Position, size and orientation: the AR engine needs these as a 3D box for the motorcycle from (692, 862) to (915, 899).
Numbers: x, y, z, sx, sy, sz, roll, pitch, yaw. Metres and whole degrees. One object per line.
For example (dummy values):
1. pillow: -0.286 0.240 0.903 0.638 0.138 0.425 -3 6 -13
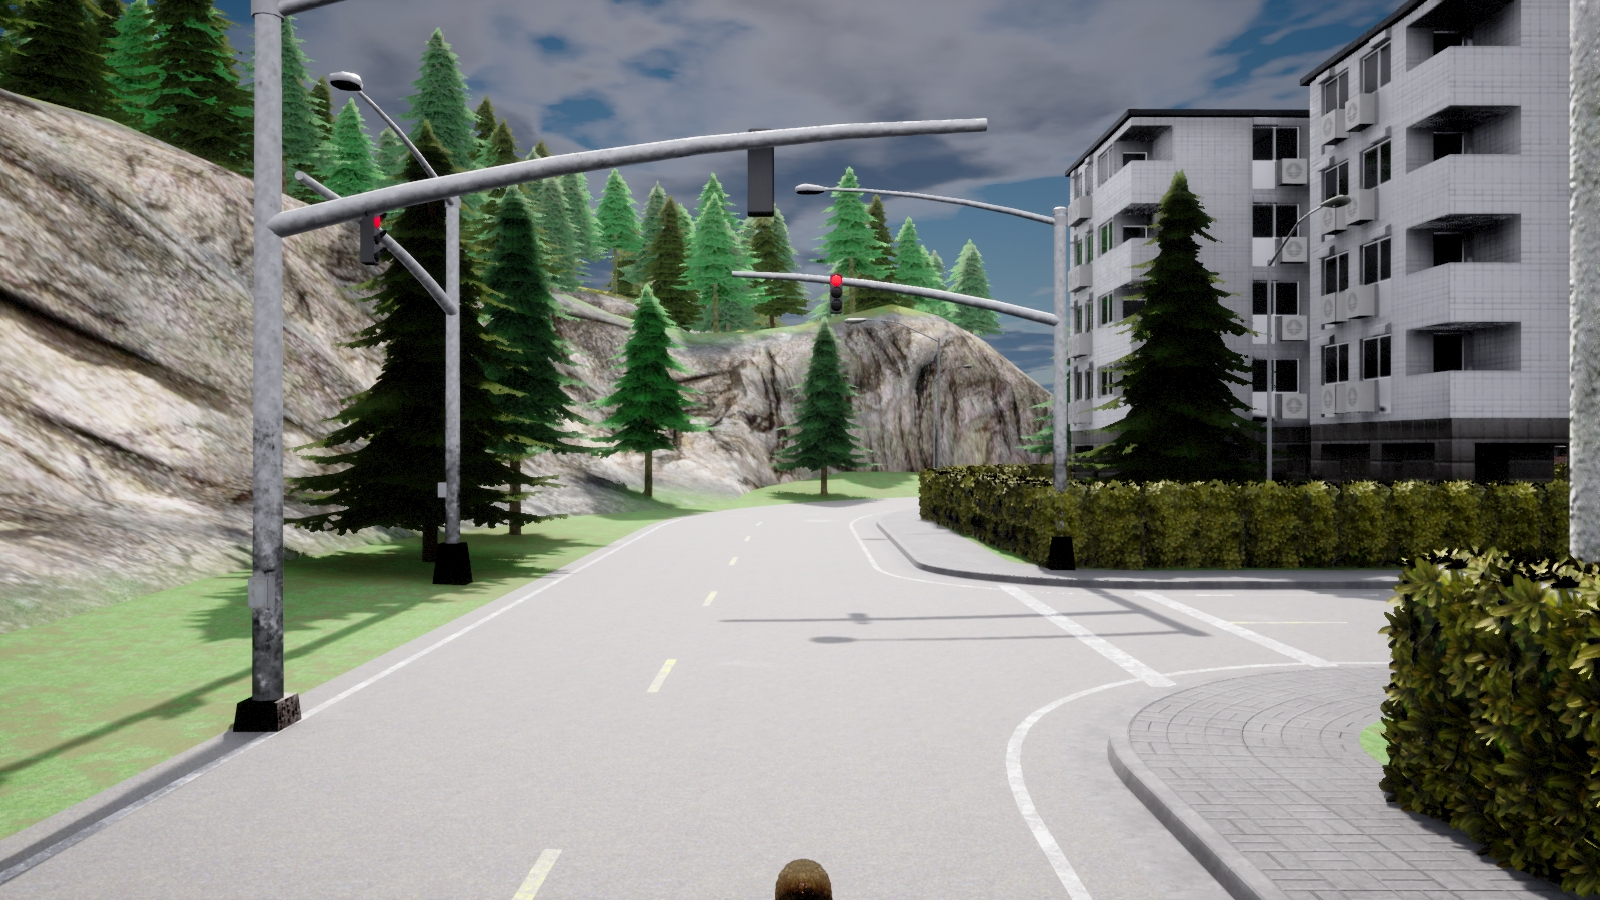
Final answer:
1. motorcycle: 0.010 2.193 3.477 0.803 1.145 2.033 0 0 0
